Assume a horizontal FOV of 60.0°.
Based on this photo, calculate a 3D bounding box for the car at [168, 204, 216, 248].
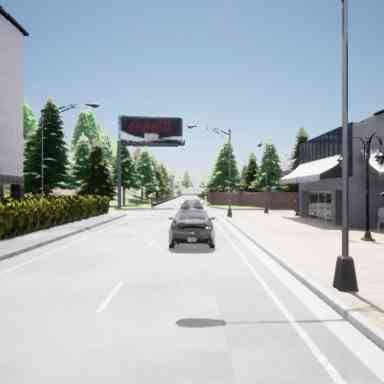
[{"bbox_3d":[0.000,1.515,14.650,1.837,1.490,4.892,0,0,0],"label":"car"}]

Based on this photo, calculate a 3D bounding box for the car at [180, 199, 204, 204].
[{"bbox_3d":[0.000,1.365,29.620,2.097,1.767,4.553,0,0,0],"label":"car"}]
